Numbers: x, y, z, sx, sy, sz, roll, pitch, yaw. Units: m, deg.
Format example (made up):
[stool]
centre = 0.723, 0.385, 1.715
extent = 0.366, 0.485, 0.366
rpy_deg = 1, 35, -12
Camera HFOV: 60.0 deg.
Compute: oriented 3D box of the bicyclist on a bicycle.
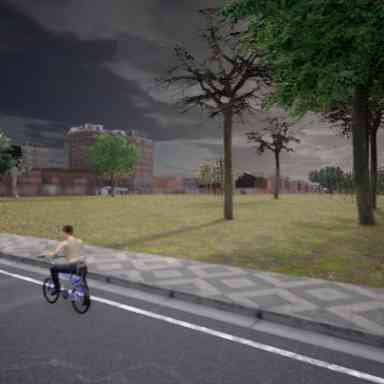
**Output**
[bicyclist on a bicycle]
centre = -2.443, 1.432, 6.398
extent = 1.509, 1.612, 0.866
rpy_deg = 0, 0, 36
